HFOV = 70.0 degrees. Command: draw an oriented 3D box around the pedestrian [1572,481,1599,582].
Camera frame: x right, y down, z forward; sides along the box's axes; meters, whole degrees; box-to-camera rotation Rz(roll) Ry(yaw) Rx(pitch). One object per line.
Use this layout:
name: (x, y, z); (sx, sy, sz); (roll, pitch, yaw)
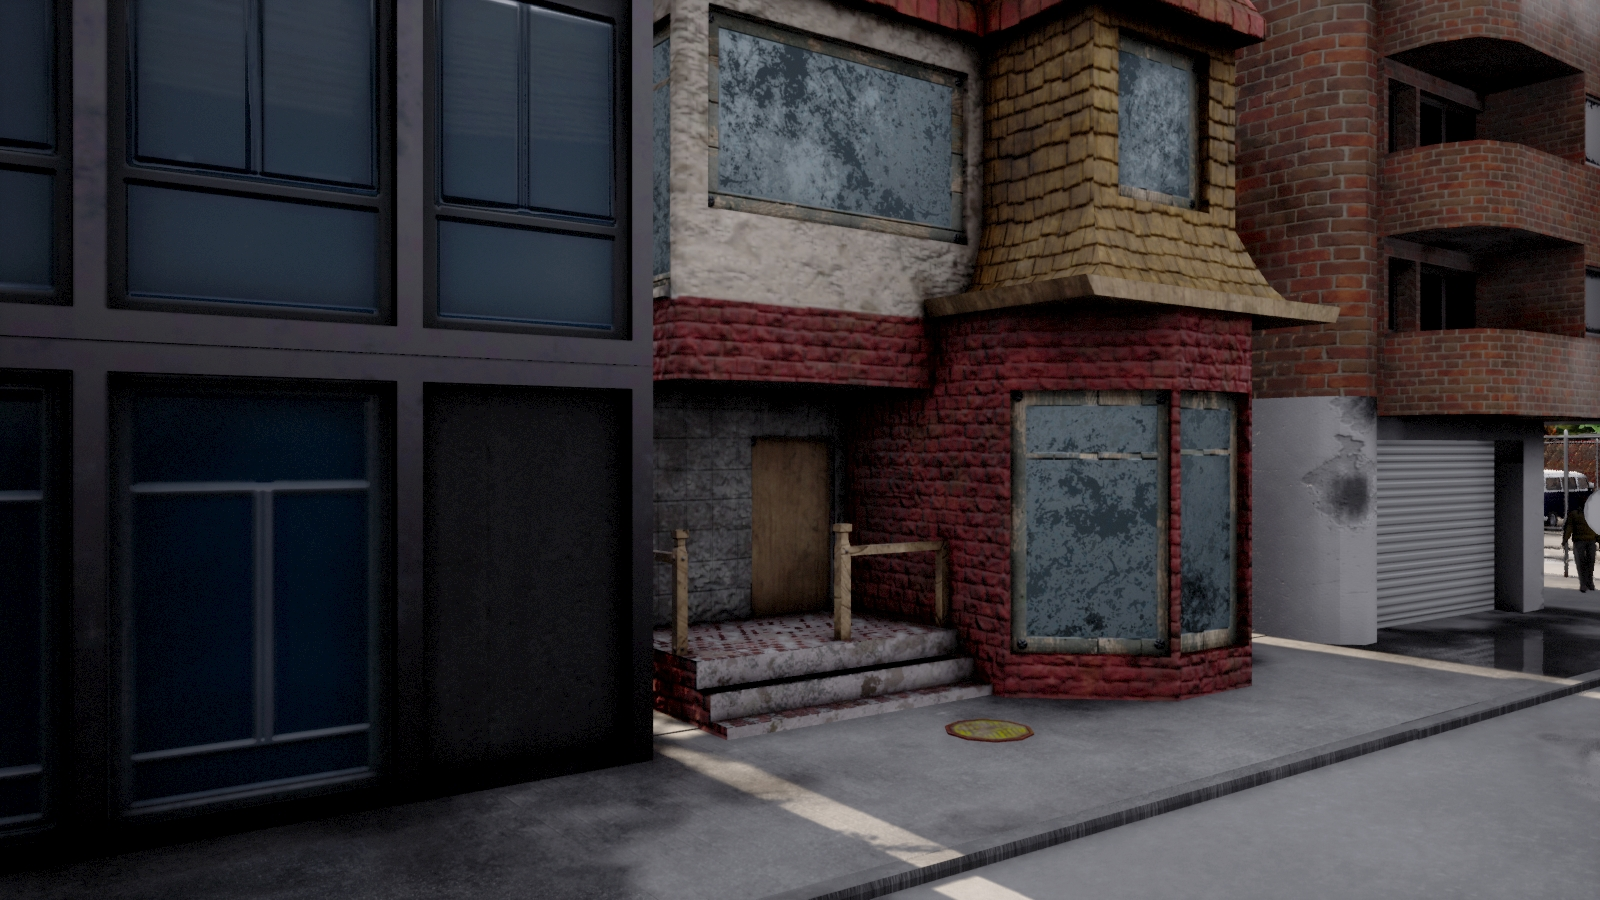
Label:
pedestrian: (14.641, 1.506, 21.300); (0.375, 1.860, 0.375); (0, 0, 31)
